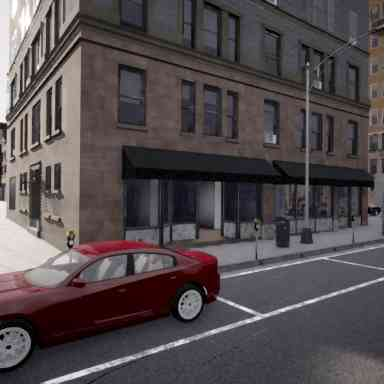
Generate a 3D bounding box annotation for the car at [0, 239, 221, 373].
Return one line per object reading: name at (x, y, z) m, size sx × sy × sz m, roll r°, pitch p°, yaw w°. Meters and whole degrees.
car at (-1.564, 1.545, 5.638) m, size 4.507 × 1.381 × 1.887 m, roll 0°, pitch 1°, yaw -35°

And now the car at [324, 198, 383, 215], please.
car at (16.242, 1.411, 33.322) m, size 2.033 × 1.411 × 5.357 m, roll 1°, pitch 0°, yaw -35°

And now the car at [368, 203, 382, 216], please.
car at (14.477, 1.443, 30.170) m, size 1.895 × 1.301 × 4.718 m, roll 1°, pitch 0°, yaw -35°
